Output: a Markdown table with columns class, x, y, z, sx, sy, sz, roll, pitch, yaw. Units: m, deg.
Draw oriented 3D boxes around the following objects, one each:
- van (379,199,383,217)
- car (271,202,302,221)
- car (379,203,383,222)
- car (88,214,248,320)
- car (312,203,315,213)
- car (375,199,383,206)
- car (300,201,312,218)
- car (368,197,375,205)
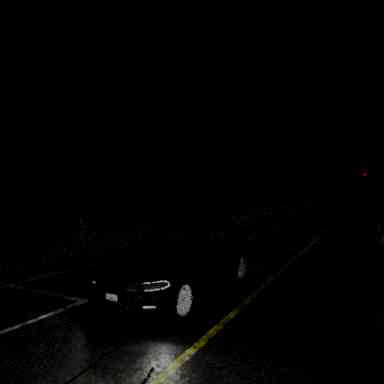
| class | x | y | z | sx | sy | sz | roll | pitch | yaw |
| --- | --- | --- | --- | --- | --- | --- | --- | --- | --- |
| van | 20.949 | 1.693 | 35.421 | 1.690 | 1.788 | 3.998 | 0 | 0 | 28 |
| car | 8.269 | 1.829 | 29.576 | 1.802 | 1.307 | 4.206 | 0 | 0 | 28 |
| car | 15.827 | 1.824 | 25.631 | 1.947 | 1.339 | 4.313 | 0 | 0 | 28 |
| car | -0.202 | 1.532 | 7.845 | 1.882 | 1.535 | 5.008 | 0 | 0 | 28 |
| car | 13.391 | 1.781 | 39.368 | 1.967 | 1.590 | 4.097 | 0 | 0 | 28 |
| car | 18.389 | 1.620 | 30.527 | 2.192 | 1.841 | 5.009 | 0 | 0 | 28 |
| car | 10.830 | 1.860 | 34.471 | 1.947 | 1.339 | 4.313 | 0 | 0 | 28 |
| car | 41.039 | 2.190 | 74.441 | 1.967 | 1.590 | 4.097 | 0 | 0 | 26 |
